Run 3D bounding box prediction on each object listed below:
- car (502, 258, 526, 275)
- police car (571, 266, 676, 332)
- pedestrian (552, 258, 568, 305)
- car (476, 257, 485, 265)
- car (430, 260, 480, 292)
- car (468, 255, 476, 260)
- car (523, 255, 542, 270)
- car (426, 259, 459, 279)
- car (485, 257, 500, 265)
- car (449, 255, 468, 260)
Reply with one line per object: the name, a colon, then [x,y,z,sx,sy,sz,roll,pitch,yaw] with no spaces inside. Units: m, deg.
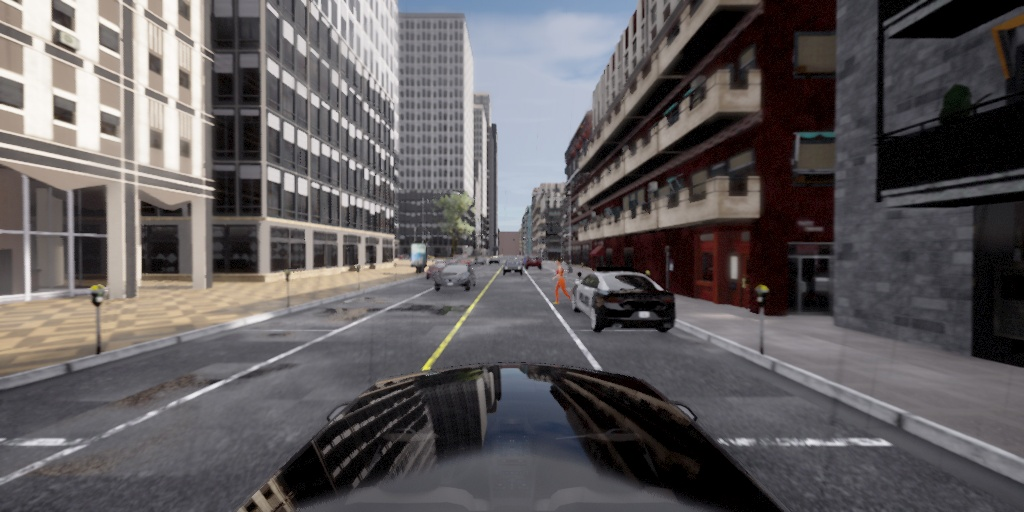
car: [0.082,1.097,34.279,1.895,1.301,4.718,0,0,0]
police car: [3.002,1.105,10.726,1.930,1.638,5.238,0,0,0]
pedestrian: [1.834,0.950,13.710,0.375,1.860,0.375,0,1,-1]
car: [-5.679,0.854,62.067,1.948,1.339,4.313,0,0,0]
car: [-3.095,1.130,20.308,1.812,1.442,4.674,0,0,0]
car: [-5.683,0.769,39.864,2.192,1.841,5.009,0,0,0]
car: [2.699,0.727,45.414,2.192,1.841,5.009,0,0,0]
car: [-5.685,1.121,28.763,1.802,1.307,4.207,0,0,0]
car: [-3.018,0.894,61.623,1.895,1.301,4.718,0,0,1]
car: [-5.684,0.936,34.313,1.967,1.591,4.097,0,0,0]
